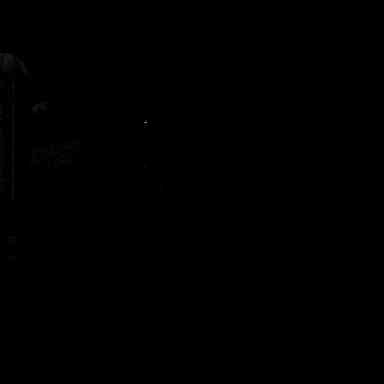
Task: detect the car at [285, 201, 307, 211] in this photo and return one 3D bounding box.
[{"bbox_3d":[15.348,2.051,49.087,2.033,1.411,5.357,1,0,36],"label":"car"}]
